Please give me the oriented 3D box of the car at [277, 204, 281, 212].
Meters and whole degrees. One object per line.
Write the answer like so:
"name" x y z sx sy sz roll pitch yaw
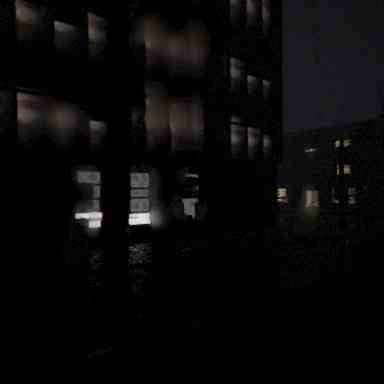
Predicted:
"car" 8.771 1.836 40.643 2.008 1.369 4.403 -2 0 -37
